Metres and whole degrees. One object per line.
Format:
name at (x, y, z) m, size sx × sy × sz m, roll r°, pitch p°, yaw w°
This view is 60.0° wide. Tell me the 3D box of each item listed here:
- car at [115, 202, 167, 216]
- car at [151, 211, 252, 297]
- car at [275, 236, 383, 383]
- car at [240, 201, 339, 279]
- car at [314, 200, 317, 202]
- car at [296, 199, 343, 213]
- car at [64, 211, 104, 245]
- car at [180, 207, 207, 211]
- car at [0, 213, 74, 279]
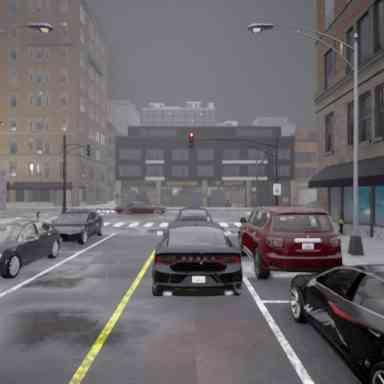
car at (-4.676, 1.576, 31.130) m, size 4.718 × 1.301 × 1.895 m, roll 0°, pitch 0°, yaw 0°
car at (0.065, 1.475, 8.653) m, size 1.882 × 1.535 × 5.008 m, roll 0°, pitch 0°, yaw -1°
car at (2.632, 1.565, 4.261) m, size 1.947 × 1.339 × 4.313 m, roll 0°, pitch 0°, yaw 0°
car at (2.627, 1.312, 9.923) m, size 2.192 × 1.841 × 5.009 m, roll 0°, pitch 0°, yaw 0°
car at (15.265, 1.297, 34.690) m, size 5.566 × 2.045 × 2.150 m, roll 0°, pitch 0°, yaw 0°
car at (14.455, 1.596, 37.917) m, size 4.674 × 1.442 × 1.812 m, roll 0°, pitch 0°, yaw 0°
car at (-5.403, 1.561, 15.578) m, size 1.947 × 1.339 × 4.313 m, roll 0°, pitch 0°, yaw 0°
car at (0.065, 1.500, 16.246) m, size 1.837 × 1.490 × 4.892 m, roll 0°, pitch 0°, yaw 0°
car at (-5.398, 1.548, 9.916) m, size 2.008 × 1.369 × 4.403 m, roll 0°, pitch 0°, yaw 0°
